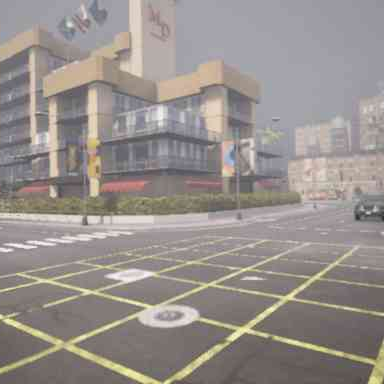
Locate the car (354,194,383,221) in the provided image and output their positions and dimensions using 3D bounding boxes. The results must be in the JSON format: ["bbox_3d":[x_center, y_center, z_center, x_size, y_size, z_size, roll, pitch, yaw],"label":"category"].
[{"bbox_3d":[14.631,1.160,26.721,2.150,2.045,5.566,-2,-1,37],"label":"car"}]
